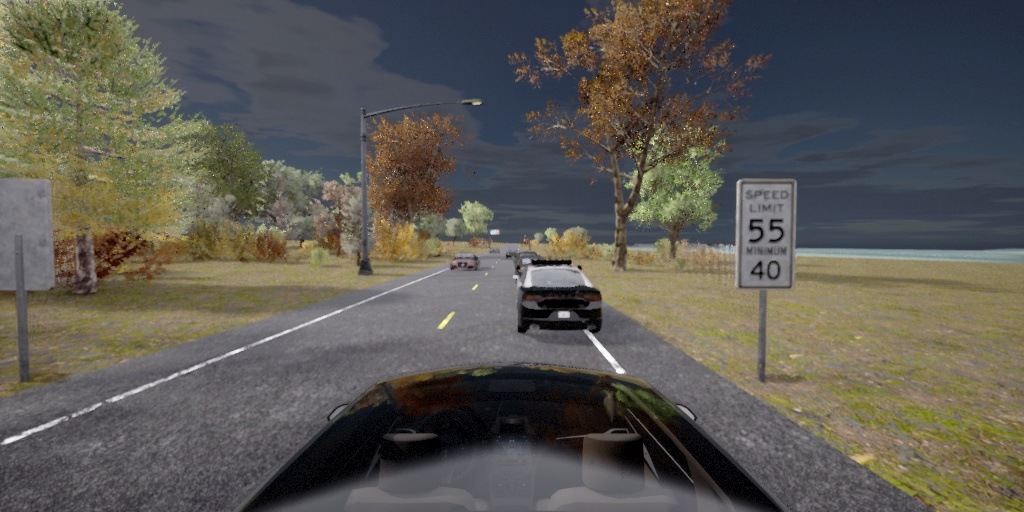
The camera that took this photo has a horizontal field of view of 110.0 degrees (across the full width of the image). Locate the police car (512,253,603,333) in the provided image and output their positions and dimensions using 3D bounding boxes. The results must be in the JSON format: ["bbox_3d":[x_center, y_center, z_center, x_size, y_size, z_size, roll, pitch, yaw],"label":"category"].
[{"bbox_3d":[1.052,0.893,9.821,1.930,1.638,5.238,0,2,0],"label":"police car"}]

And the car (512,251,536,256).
[{"bbox_3d":[1.065,0.651,19.704,1.812,1.442,4.674,0,2,0],"label":"car"}]

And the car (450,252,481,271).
[{"bbox_3d":[-3.555,0.403,27.888,1.994,1.385,4.181,0,2,0],"label":"car"}]

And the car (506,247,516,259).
[{"bbox_3d":[0.125,-0.314,49.444,1.895,1.301,4.718,0,2,1],"label":"car"}]

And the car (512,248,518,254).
[{"bbox_3d":[1.080,0.421,25.698,1.837,1.490,4.892,0,2,0],"label":"car"}]
